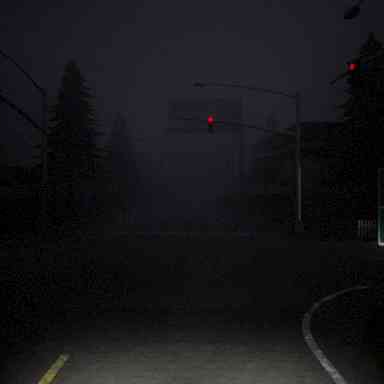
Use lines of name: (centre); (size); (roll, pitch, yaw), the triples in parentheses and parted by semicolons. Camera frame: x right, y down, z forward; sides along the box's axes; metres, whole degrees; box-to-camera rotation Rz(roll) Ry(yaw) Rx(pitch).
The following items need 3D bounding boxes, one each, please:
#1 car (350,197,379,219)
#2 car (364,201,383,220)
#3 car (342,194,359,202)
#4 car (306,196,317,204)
car: (14.400, 1.505, 24.900); (3.866, 1.878, 1.905); (0, 0, 0)
car: (18.734, 1.672, 30.565); (4.611, 1.667, 2.242); (0, 0, 0)
car: (34.998, 1.489, 71.732); (2.007, 1.523, 4.514); (0, 0, 0)
car: (22.585, 1.552, 63.957); (1.970, 1.475, 3.806); (0, 0, 0)
